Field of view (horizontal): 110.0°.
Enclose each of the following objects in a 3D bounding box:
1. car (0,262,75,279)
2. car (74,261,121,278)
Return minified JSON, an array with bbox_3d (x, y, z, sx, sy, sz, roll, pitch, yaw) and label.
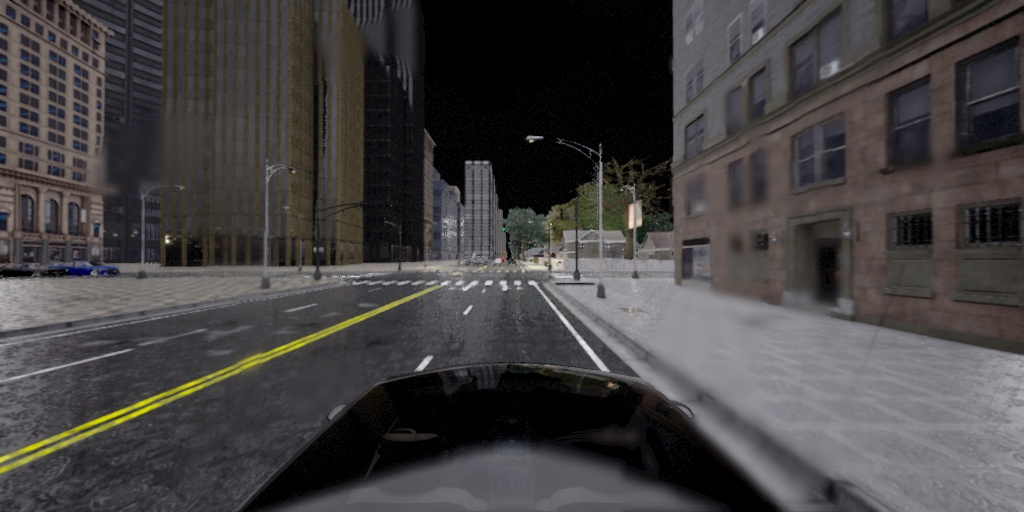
[{"bbox_3d":[-40.816,1.306,30.291,4.718,1.301,1.895,0,-1,-6],"label":"car"},{"bbox_3d":[-39.956,1.216,33.638,5.008,1.535,1.882,0,-1,-5],"label":"car"}]
